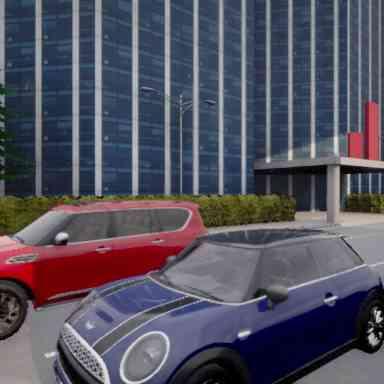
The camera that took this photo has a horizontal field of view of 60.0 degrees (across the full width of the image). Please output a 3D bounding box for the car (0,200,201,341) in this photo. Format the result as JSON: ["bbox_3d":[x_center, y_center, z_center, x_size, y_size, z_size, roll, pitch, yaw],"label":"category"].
[{"bbox_3d":[-2.109,1.221,6.818,5.566,2.045,2.150,0,0,-36],"label":"car"}]

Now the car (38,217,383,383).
[{"bbox_3d":[0.646,1.352,4.478,4.553,1.767,2.097,0,0,-37],"label":"car"}]
